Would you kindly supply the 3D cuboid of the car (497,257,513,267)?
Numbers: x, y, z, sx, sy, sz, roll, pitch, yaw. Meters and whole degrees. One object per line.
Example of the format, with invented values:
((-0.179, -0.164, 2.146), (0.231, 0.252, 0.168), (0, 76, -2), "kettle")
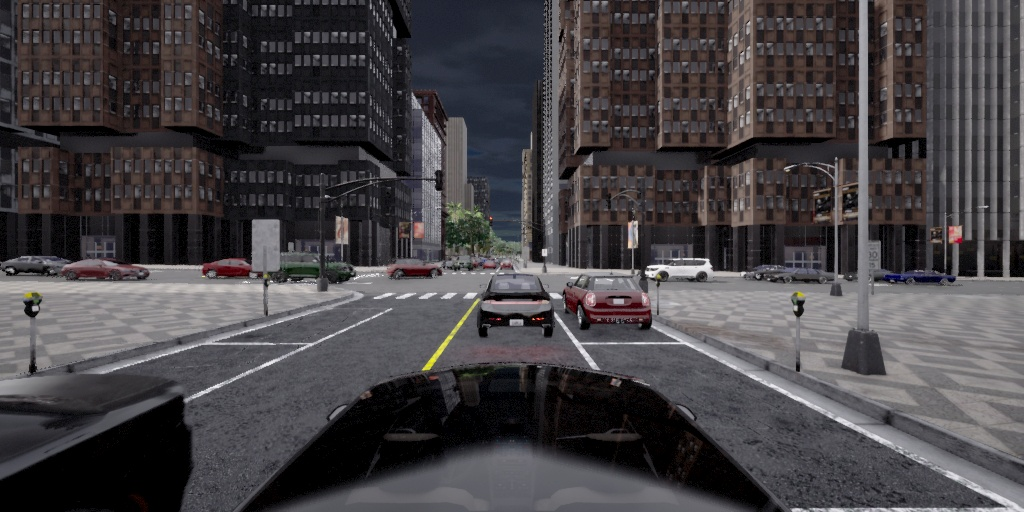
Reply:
((-0.755, 1.198, 52.527), (1.967, 1.591, 4.097), (0, 0, -1), "car")

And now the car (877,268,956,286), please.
((35.546, 1.891, 31.451), (4.718, 1.301, 1.895), (1, 0, 0), "car")

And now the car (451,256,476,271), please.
((-6.583, 0.973, 49.348), (2.150, 2.045, 5.566), (0, 0, 0), "car")

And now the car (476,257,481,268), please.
((-6.664, 1.251, 59.338), (1.882, 1.535, 5.008), (0, 0, 0), "car")

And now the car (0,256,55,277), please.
((-35.618, 0.764, 27.389), (4.902, 1.511, 2.128), (1, 0, -1), "car")

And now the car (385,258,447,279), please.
((-8.321, 1.009, 30.591), (4.553, 1.767, 2.097), (1, 0, -35), "car")

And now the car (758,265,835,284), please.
((25.123, 1.685, 31.370), (5.357, 1.411, 2.033), (1, 0, 0), "car")

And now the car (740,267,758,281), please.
((24.708, 1.619, 34.618), (4.902, 1.511, 2.128), (1, 0, -1), "car")

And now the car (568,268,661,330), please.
((2.735, 1.190, 11.146), (1.967, 1.591, 4.097), (0, 0, 0), "car")

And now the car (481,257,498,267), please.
((-3.492, 1.334, 58.214), (1.994, 1.385, 4.181), (0, 0, 0), "car")

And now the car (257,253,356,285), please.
((-13.600, 0.813, 24.329), (5.566, 2.045, 2.150), (1, 0, -1), "car")

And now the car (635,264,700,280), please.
((14.909, 1.533, 34.523), (5.357, 1.411, 2.033), (1, 0, 1), "car")

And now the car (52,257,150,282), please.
((-27.403, 0.922, 24.218), (4.674, 1.442, 1.812), (1, 0, 0), "car")

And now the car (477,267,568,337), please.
((0.077, 1.241, 10.260), (2.128, 1.511, 4.902), (0, 0, -1), "car")

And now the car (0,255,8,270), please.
((-51.913, 0.572, 33.941), (5.357, 1.411, 2.033), (1, 0, -1), "car")

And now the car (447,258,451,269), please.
((-9.280, 1.324, 52.450), (1.948, 1.339, 4.313), (0, 0, -1), "car")

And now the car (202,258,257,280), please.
((-20.822, 0.963, 27.524), (5.008, 1.535, 1.882), (1, 0, 0), "car")

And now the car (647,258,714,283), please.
((14.510, 1.205, 31.259), (5.566, 2.045, 2.150), (1, 0, 1), "car")

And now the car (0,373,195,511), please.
((-3.082, 1.227, 0.286), (1.882, 1.535, 5.008), (0, 0, 0), "car")

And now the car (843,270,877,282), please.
((34.730, 1.838, 34.697), (4.181, 1.385, 1.994), (1, 0, -1), "car")
